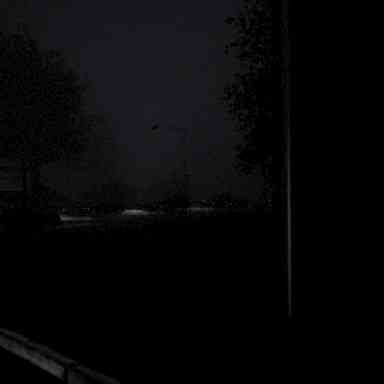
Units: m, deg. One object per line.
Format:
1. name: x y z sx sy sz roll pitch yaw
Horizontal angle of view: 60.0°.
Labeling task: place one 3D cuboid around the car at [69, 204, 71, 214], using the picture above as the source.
1. car: -11.480 1.566 35.716 2.128 1.511 4.902 0 0 38

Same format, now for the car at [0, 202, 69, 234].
1. car: -10.363 1.547 19.997 2.128 1.511 4.902 -1 0 37

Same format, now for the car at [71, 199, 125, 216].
1. car: -9.011 1.543 33.197 1.882 1.535 5.008 0 0 39

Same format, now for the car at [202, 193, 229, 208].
1. car: 3.764 1.198 49.749 2.150 2.045 5.566 0 0 36

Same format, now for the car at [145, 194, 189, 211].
1. car: -2.716 1.256 41.200 2.150 2.045 5.566 0 0 38

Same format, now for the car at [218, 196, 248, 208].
1. car: 6.098 1.574 46.768 1.895 1.301 4.718 0 0 36

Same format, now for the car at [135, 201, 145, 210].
1. car: -5.045 1.589 43.898 2.033 1.411 5.357 0 0 38

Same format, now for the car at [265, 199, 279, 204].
1. car: 14.423 1.438 59.042 1.994 1.385 4.181 0 0 32

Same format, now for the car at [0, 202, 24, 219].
1. car: -17.213 1.609 28.533 1.812 1.442 4.674 0 0 40
